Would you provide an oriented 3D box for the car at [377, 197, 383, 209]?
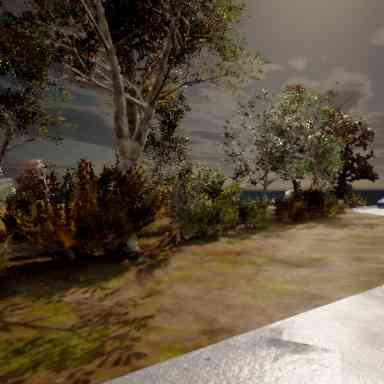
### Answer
[{"bbox_3d":[24.179,1.237,40.585,5.008,1.535,1.882,-1,0,-44],"label":"car"}]
